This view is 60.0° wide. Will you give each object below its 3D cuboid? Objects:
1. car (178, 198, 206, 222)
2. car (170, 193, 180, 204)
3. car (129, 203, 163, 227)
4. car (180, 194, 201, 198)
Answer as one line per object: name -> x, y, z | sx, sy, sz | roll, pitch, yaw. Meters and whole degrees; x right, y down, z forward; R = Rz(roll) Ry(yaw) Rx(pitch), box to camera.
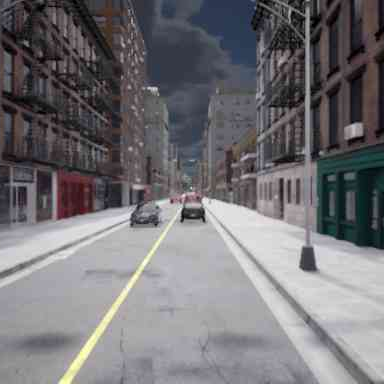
car -> 0.084, 1.497, 26.282 | 1.882, 1.535, 5.008 | 0, 0, 0
car -> -3.036, 1.263, 63.990 | 2.150, 2.045, 5.566 | 0, 0, 0
car -> -3.108, 1.522, 23.120 | 1.837, 1.490, 4.892 | 0, 0, 0
car -> 0.067, 1.250, 38.106 | 2.150, 2.045, 5.566 | 0, 0, -1
